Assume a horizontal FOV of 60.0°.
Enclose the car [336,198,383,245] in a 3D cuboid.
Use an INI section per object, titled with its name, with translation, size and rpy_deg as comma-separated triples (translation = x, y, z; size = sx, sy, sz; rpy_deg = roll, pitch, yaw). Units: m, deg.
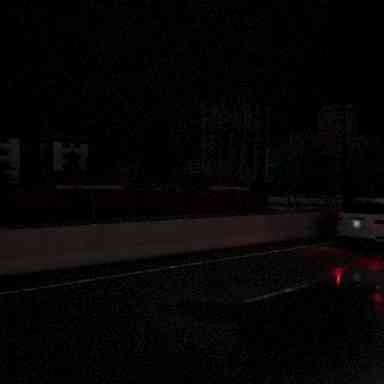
[car]
translation = 8.437, 1.256, 14.186
size = 5.566, 2.045, 2.150
rpy_deg = 0, 0, -35
